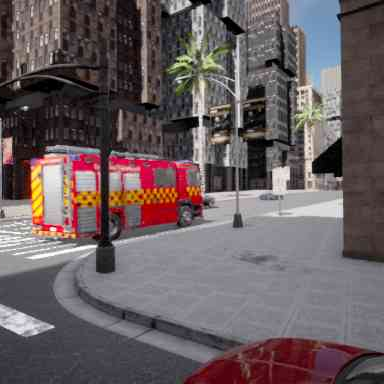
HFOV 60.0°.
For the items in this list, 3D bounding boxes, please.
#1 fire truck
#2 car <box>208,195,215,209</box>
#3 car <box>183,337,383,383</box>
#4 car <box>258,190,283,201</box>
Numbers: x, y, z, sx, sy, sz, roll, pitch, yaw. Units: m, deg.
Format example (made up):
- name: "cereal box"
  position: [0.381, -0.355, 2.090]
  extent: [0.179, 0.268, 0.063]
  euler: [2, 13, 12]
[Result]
- name: "fire truck"
  position: [-2.915, 0.029, 15.809]
  extent: [2.891, 3.827, 8.468]
  euler: [-1, 1, 35]
- name: "car"
  position: [0.379, 0.923, 31.928]
  extent: [2.128, 1.511, 4.902]
  euler: [-1, 1, 35]
- name: "car"
  position: [1.899, 1.544, 1.625]
  extent: [4.507, 1.381, 1.887]
  euler: [0, -1, 35]
- name: "car"
  position: [11.284, 0.491, 47.304]
  extent: [2.033, 1.411, 5.357]
  euler: [-1, 1, 36]
